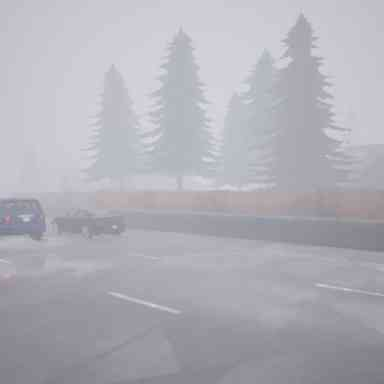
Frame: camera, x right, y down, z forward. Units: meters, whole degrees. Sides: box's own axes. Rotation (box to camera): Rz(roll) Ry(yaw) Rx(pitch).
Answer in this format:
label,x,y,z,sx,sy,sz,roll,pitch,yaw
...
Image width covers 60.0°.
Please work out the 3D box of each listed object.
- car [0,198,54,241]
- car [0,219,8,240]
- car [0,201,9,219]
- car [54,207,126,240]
label,x,y,z,sx,sy,sz,roll,pitch,yaw
car,-9.158,1.295,16.210,5.566,2.045,2.150,0,0,42
car,-8.060,1.598,10.543,5.357,1.411,2.033,0,0,41
car,-19.077,1.635,31.518,2.128,1.511,4.902,0,0,-41
car,-5.607,1.552,17.743,5.008,1.535,1.882,0,0,41
